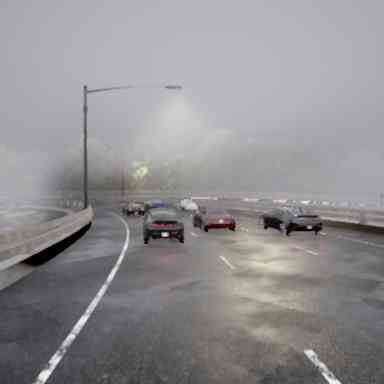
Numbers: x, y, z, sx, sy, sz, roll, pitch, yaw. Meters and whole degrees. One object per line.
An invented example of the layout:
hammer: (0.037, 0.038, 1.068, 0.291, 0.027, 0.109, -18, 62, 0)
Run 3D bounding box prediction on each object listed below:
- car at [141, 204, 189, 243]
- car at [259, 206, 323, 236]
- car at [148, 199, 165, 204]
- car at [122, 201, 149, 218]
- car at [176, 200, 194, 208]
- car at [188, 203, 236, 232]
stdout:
car: (-1.492, 1.573, 16.571, 1.837, 1.490, 4.892, 0, 0, -9)
car: (5.289, 1.520, 18.467, 2.128, 1.511, 4.902, 0, 0, -10)
car: (-4.729, 1.651, 40.780, 1.882, 1.535, 5.008, 0, 0, -22)
car: (-6.177, 1.763, 34.739, 1.895, 1.301, 4.718, 0, 0, -19)
car: (-0.824, 1.671, 40.437, 1.812, 1.442, 4.674, 0, 0, -21)
car: (1.276, 1.628, 20.810, 1.994, 1.385, 4.181, 0, 0, -11)
